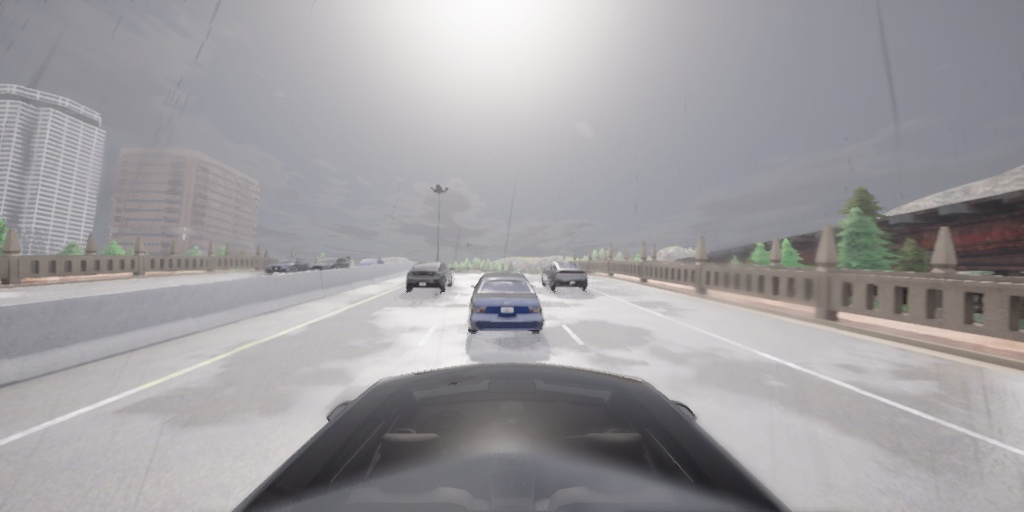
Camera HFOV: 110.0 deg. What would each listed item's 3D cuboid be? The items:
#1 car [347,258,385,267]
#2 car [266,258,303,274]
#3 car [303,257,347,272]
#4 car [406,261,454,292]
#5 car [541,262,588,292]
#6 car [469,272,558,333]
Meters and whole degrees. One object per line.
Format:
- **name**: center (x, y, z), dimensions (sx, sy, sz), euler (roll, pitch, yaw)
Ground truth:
- **car**: center (-11.999, 0.886, 30.610), dimensions (1.812, 1.442, 4.674), euler (1, -1, -3)
- **car**: center (-19.014, 0.860, 30.757), dimensions (1.994, 1.385, 4.181), euler (1, -1, -3)
- **car**: center (-15.515, 0.837, 30.848), dimensions (1.837, 1.490, 4.892), euler (1, -1, -3)
- **car**: center (-4.208, 1.001, 18.774), dimensions (1.837, 1.490, 4.892), euler (1, 1, -3)
- **car**: center (2.759, 1.055, 19.553), dimensions (2.128, 1.511, 4.902), euler (1, 1, -3)
- **car**: center (-0.242, 1.190, 10.319), dimensions (2.033, 1.411, 5.357), euler (1, 1, -3)
